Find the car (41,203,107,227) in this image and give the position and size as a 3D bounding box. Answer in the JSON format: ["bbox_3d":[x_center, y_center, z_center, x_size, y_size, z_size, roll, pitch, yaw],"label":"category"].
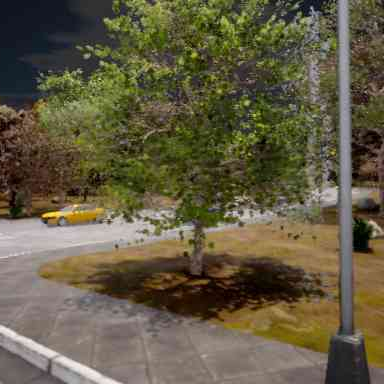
[{"bbox_3d":[-8.754,1.674,25.021,1.882,1.535,5.008,-1,1,38],"label":"car"}]

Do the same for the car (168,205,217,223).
[{"bbox_3d":[0.418,1.615,25.226,1.895,1.301,4.718,-1,1,38],"label":"car"}]
